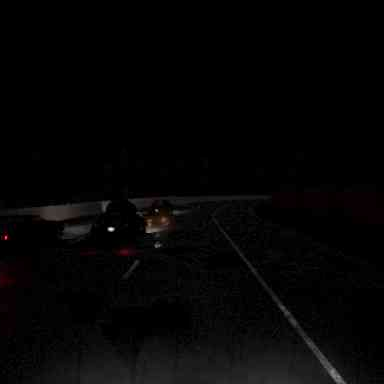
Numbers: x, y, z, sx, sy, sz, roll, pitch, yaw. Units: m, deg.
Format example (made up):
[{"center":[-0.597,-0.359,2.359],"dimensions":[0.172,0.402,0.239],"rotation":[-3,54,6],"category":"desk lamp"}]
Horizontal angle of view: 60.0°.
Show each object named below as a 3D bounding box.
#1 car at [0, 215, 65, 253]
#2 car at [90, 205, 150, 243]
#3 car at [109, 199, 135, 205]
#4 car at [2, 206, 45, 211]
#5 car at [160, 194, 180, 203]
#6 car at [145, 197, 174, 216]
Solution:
[{"center":[-6.903,1.577,13.549],"dimensions":[1.895,1.301,4.718],"rotation":[0,0,0],"category":"car"},{"center":[-3.403,1.536,15.988],"dimensions":[1.994,1.385,4.181],"rotation":[0,0,0],"category":"car"},{"center":[-6.525,1.450,31.051],"dimensions":[1.837,1.490,4.892],"rotation":[0,0,4],"category":"car"},{"center":[-13.890,1.456,27.591],"dimensions":[1.837,1.490,4.892],"rotation":[0,0,3],"category":"car"},{"center":[-4.369,1.236,67.632],"dimensions":[2.097,1.767,4.553],"rotation":[0,0,25],"category":"car"},{"center":[-2.958,1.470,31.997],"dimensions":[1.812,1.442,4.674],"rotation":[0,0,4],"category":"car"}]
